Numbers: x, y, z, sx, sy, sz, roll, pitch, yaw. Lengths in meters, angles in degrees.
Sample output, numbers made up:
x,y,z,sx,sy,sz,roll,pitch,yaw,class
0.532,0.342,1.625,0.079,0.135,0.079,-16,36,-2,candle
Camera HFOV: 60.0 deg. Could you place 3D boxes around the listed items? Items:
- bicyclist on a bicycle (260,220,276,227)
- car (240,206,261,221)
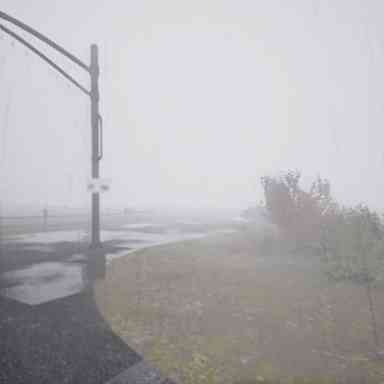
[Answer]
x,y,z,sx,sy,sz,roll,pitch,yaw,class
5.869,1.807,24.925,1.656,1.620,0.582,-1,-1,34,bicyclist on a bicycle
6.621,2.079,32.925,2.033,1.411,5.357,-1,-2,34,car
